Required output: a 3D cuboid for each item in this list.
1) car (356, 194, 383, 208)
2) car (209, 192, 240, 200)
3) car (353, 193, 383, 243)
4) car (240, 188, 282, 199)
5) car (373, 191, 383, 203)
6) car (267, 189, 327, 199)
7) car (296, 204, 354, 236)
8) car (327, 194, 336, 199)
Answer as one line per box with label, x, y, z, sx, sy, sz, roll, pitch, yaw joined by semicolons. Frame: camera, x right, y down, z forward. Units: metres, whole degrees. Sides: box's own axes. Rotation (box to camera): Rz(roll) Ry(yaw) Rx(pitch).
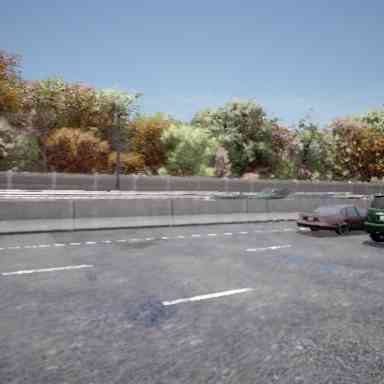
car;22.540;1.004;40.720;5.008;1.535;1.882;0;2;-28
car;4.269;0.723;38.772;4.902;1.511;2.128;1;1;-28
car;9.520;1.090;13.664;5.566;2.045;2.150;0;1;-29
car;7.939;0.651;32.800;5.566;2.045;2.150;1;1;-28
car;31.541;0.823;53.529;4.553;1.767;2.097;1;1;-28
car;9.348;0.873;29.592;4.553;1.767;2.097;0;1;-28
car;7.709;1.318;16.671;5.357;1.411;2.033;0;1;-29
car;18.134;0.888;46.291;4.181;1.385;1.994;0;1;-28
